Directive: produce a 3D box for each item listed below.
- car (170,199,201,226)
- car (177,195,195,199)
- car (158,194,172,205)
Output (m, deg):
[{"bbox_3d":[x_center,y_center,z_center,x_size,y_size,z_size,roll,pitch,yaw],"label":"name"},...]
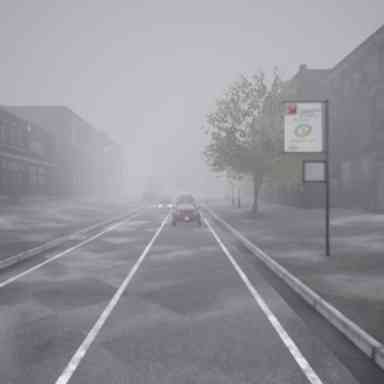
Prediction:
[{"bbox_3d":[-0.362,1.438,22.805,1.812,1.442,4.674,0,0,-1],"label":"car"},{"bbox_3d":[-0.712,1.107,39.031,2.097,1.767,4.553,0,0,-1],"label":"car"},{"bbox_3d":[-4.064,1.163,51.054,1.837,1.490,4.892,0,0,-1],"label":"car"}]
